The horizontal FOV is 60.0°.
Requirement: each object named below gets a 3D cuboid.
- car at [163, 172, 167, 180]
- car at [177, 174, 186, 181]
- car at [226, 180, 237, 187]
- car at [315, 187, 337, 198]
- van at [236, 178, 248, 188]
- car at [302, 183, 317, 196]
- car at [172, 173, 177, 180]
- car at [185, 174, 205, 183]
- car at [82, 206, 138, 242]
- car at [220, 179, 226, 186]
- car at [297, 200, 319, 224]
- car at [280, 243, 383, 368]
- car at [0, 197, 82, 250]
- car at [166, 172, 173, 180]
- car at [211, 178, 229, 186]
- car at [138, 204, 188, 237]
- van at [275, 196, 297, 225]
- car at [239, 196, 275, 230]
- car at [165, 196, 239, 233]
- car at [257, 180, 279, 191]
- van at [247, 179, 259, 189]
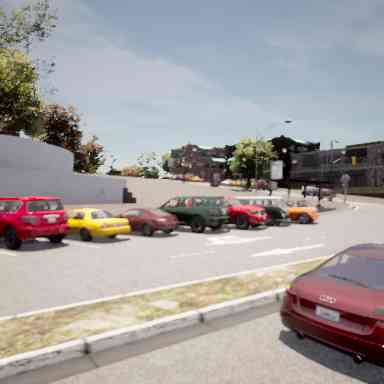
[{"bbox_3d":[-5.839,-4.323,92.796,2.435,2.045,5.566,1,-1,34],"label":"car"},{"bbox_3d":[-0.543,-3.659,85.512,2.435,2.045,5.566,7,3,34],"label":"car"},{"bbox_3d":[9.986,-1.773,70.959,1.946,1.575,5.366,7,3,35],"label":"car"},{"bbox_3d":[21.950,0.175,53.536,2.002,1.452,4.674,7,3,35],"label":"car"},{"bbox_3d":[11.560,-1.725,68.228,1.878,1.987,4.442,7,3,35],"label":"van"},{"bbox_3d":[20.259,-0.387,56.008,2.435,2.045,5.566,7,3,35],"label":"car"},{"bbox_3d":[-2.338,-3.811,87.978,2.185,1.767,4.553,6,3,34],"label":"car"},{"bbox_3d":[1.307,-3.137,83.252,1.946,1.575,5.366,7,3,34],"label":"car"},{"bbox_3d":[-5.435,1.503,16.531,5.366,1.575,1.946,-1,-1,35],"label":"car"},{"bbox_3d":[8.155,-2.004,73.280,2.002,1.452,4.674,7,3,35],"label":"car"},{"bbox_3d":[7.059,1.417,25.042,4.553,1.767,2.185,-1,-1,35],"label":"car"},{"bbox_3d":[3.421,1.578,5.551,4.181,1.385,1.994,0,0,-35],"label":"car"},{"bbox_3d":[-7.755,1.246,14.704,5.566,2.045,2.435,-1,-1,35],"label":"car"},{"bbox_3d":[-4.067,-4.046,90.448,2.185,1.767,4.553,4,1,33],"label":"car"},{"bbox_3d":[6.412,-2.278,75.742,2.002,1.452,4.674,7,3,35],"label":"car"},{"bbox_3d":[-2.829,1.552,18.159,4.674,1.452,2.002,-1,-1,35],"label":"car"},{"bbox_3d":[4.650,1.308,23.291,4.442,1.987,1.878,-1,-1,35],"label":"van"},{"bbox_3d":[2.112,1.275,21.621,5.566,2.045,2.435,-1,-1,35],"label":"car"},{"bbox_3d":[-0.402,1.268,19.916,5.566,2.045,2.435,-1,-1,35],"label":"car"},{"bbox_3d":[15.049,-0.953,63.394,2.231,1.521,4.892,7,3,35],"label":"car"},{"bbox_3d":[13.289,-1.452,65.757,1.878,1.987,4.442,7,4,35],"label":"van"}]
